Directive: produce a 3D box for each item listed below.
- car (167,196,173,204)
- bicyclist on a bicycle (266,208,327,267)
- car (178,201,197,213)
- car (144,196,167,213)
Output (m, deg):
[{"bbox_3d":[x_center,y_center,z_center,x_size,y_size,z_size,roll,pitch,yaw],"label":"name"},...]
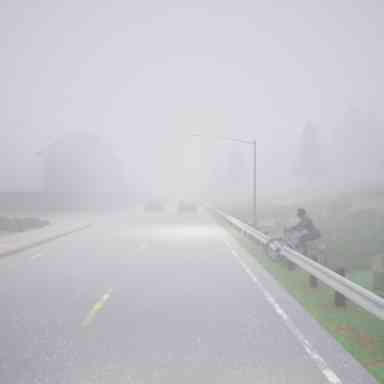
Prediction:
[{"bbox_3d":[-4.587,1.470,63.486,2.128,1.511,4.902,0,0,0],"label":"car"},{"bbox_3d":[2.940,1.281,9.041,1.656,1.620,0.582,15,5,11],"label":"bicyclist on a bicycle"},{"bbox_3d":[-0.488,1.588,35.796,1.895,1.301,4.718,0,0,-1],"label":"car"},{"bbox_3d":[-4.214,1.464,37.452,1.882,1.535,5.008,0,0,-1],"label":"car"}]
